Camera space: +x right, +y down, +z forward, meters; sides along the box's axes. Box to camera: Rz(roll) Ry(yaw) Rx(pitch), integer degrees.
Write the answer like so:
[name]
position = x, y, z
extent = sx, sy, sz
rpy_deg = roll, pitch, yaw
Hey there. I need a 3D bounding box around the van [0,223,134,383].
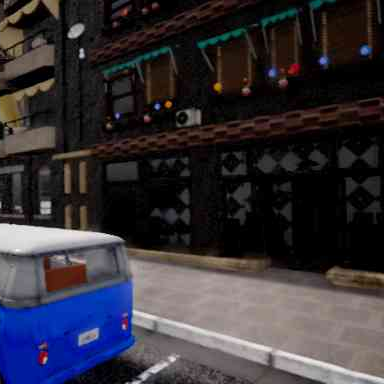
[van]
position = -2.660, 1.395, 4.789
extent = 3.998, 1.788, 1.690
rpy_deg = -1, -1, 36
